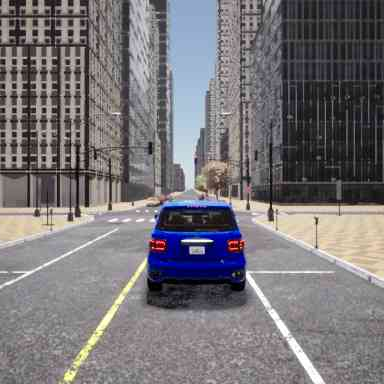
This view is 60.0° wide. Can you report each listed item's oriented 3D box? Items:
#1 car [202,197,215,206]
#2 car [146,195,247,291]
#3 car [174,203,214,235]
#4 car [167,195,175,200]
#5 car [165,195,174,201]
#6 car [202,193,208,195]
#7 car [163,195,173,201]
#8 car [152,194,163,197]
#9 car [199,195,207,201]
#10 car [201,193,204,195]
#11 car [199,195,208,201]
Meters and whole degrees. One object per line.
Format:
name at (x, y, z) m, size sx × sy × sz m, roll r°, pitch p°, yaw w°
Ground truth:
car at (2.790, 1.500, 55.961) m, size 2.008 × 1.369 × 4.403 m, roll 0°, pitch 0°, yaw 0°
car at (0.098, 1.221, 9.112) m, size 2.150 × 2.045 × 5.566 m, roll 0°, pitch 0°, yaw 0°
car at (0.095, 1.486, 19.842) m, size 2.128 × 1.511 × 4.902 m, roll 0°, pitch 0°, yaw 0°
car at (-5.691, 1.411, 90.014) m, size 2.008 × 1.369 × 4.403 m, roll 0°, pitch 0°, yaw 0°
car at (-5.691, 1.428, 84.339) m, size 2.008 × 1.369 × 4.403 m, roll 0°, pitch 0°, yaw 0°
car at (2.821, 1.400, 50.283) m, size 1.967 × 1.590 × 4.097 m, roll 0°, pitch 0°, yaw 0°
car at (-5.691, 1.438, 78.663) m, size 1.887 × 1.381 × 4.507 m, roll 0°, pitch 0°, yaw 0°
car at (-5.819, 1.486, 50.113) m, size 1.752 × 1.417 × 4.829 m, roll 0°, pitch 0°, yaw 0°
car at (2.690, 1.422, 84.333) m, size 1.887 × 1.381 × 4.507 m, roll 0°, pitch 0°, yaw 0°
car at (2.692, 1.224, 72.984) m, size 2.192 × 1.841 × 5.009 m, roll 0°, pitch 0°, yaw 0°
car at (2.690, 1.419, 78.829) m, size 1.752 × 1.417 × 4.829 m, roll 0°, pitch 0°, yaw 0°
